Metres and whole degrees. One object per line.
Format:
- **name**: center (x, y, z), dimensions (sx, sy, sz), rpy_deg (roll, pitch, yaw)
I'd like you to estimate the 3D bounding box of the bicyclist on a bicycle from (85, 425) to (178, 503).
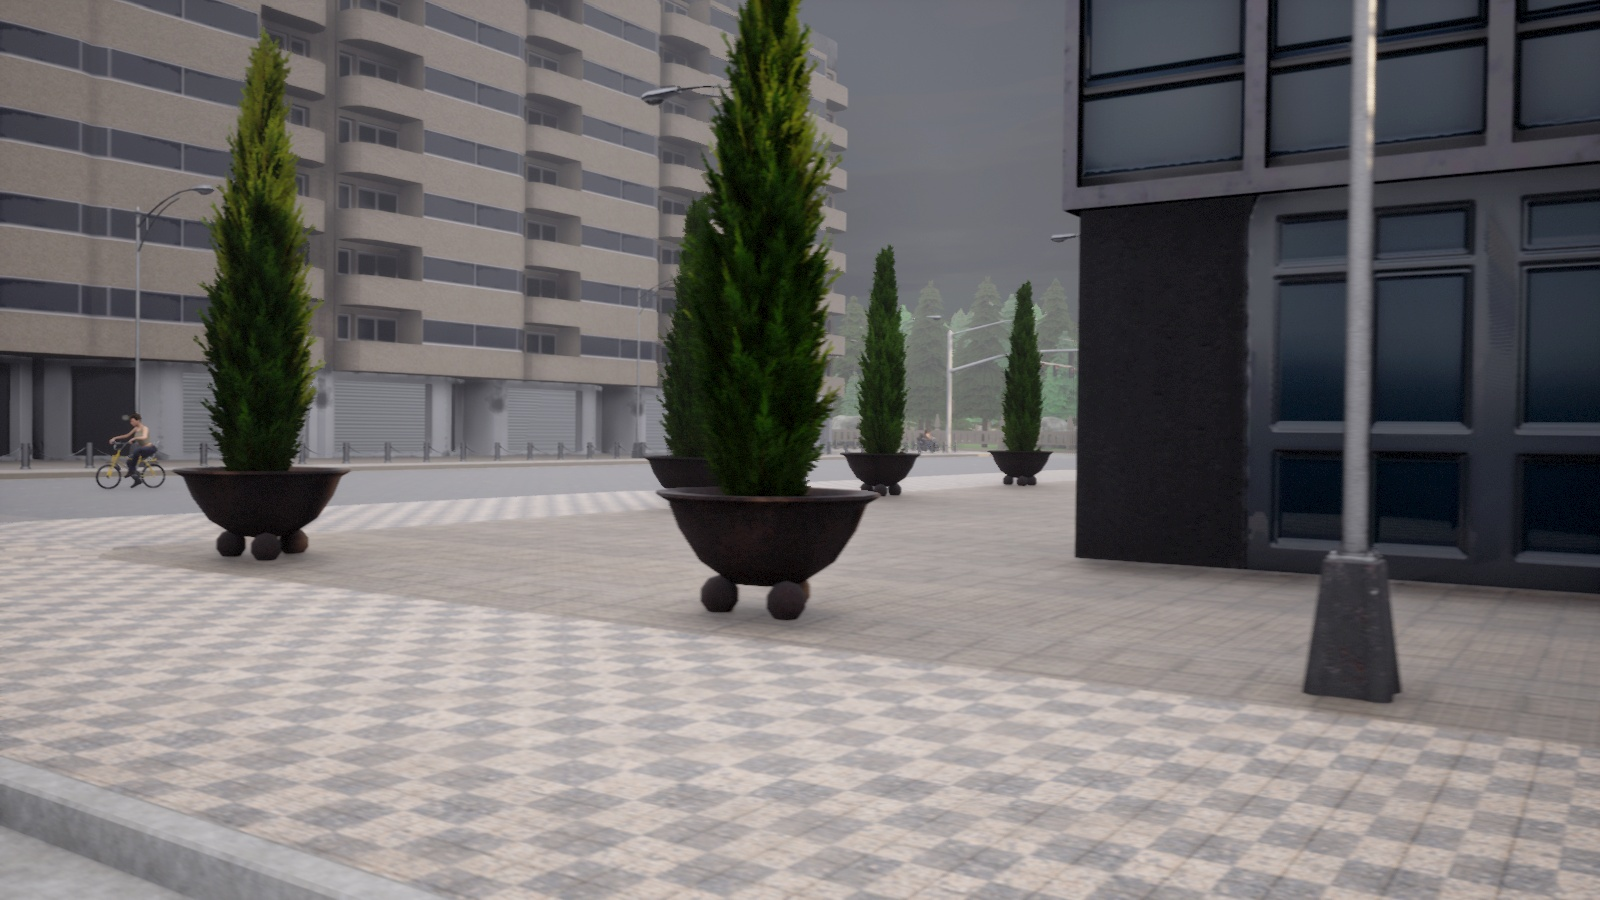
- **bicyclist on a bicycle**: center (-14.236, 0.283, 26.783), dimensions (0.866, 1.612, 1.509), rpy_deg (0, 1, 34)
